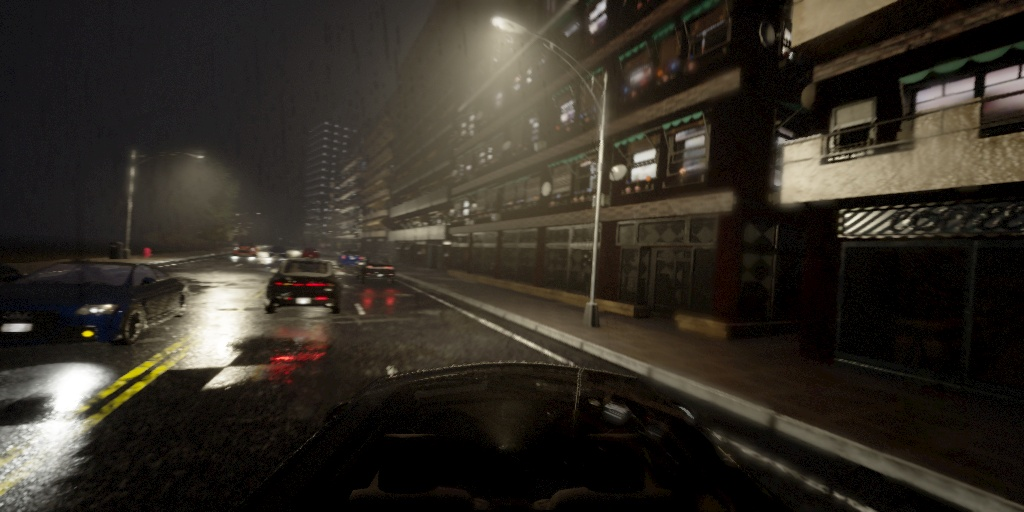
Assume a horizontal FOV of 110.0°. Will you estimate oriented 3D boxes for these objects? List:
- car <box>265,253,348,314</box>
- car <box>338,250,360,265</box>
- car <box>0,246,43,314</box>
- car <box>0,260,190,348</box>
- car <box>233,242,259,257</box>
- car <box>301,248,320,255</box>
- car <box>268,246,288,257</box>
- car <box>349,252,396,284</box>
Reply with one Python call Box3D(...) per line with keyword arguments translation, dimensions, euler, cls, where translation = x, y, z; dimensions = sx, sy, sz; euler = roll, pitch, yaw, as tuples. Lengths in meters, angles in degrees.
Box3D(translation=(-6.541, 0.856, 11.493), dimensions=(1.837, 1.490, 4.892), euler=(4, 0, -28), cls="car")
Box3D(translation=(-15.759, 0.178, 35.006), dimensions=(2.097, 1.767, 4.553), euler=(4, 0, -30), cls="car")
Box3D(translation=(-11.464, 0.536, 6.450), dimensions=(1.812, 1.442, 4.674), euler=(4, 0, -27), cls="car")
Box3D(translation=(-8.093, 0.798, 6.987), dimensions=(1.994, 1.385, 4.181), euler=(4, 0, -27), cls="car")
Box3D(translation=(-32.188, -0.867, 43.519), dimensions=(2.097, 1.767, 4.553), euler=(4, 0, -31), cls="car")
Box3D(translation=(-24.923, -0.262, 44.303), dimensions=(1.882, 1.535, 5.008), euler=(4, 0, -31), cls="car")
Box3D(translation=(-28.953, -0.478, 44.427), dimensions=(1.812, 1.442, 4.674), euler=(4, 0, -30), cls="car")
Box3D(translation=(-8.209, 0.768, 21.438), dimensions=(2.128, 1.511, 4.902), euler=(4, 0, -28), cls="car")
